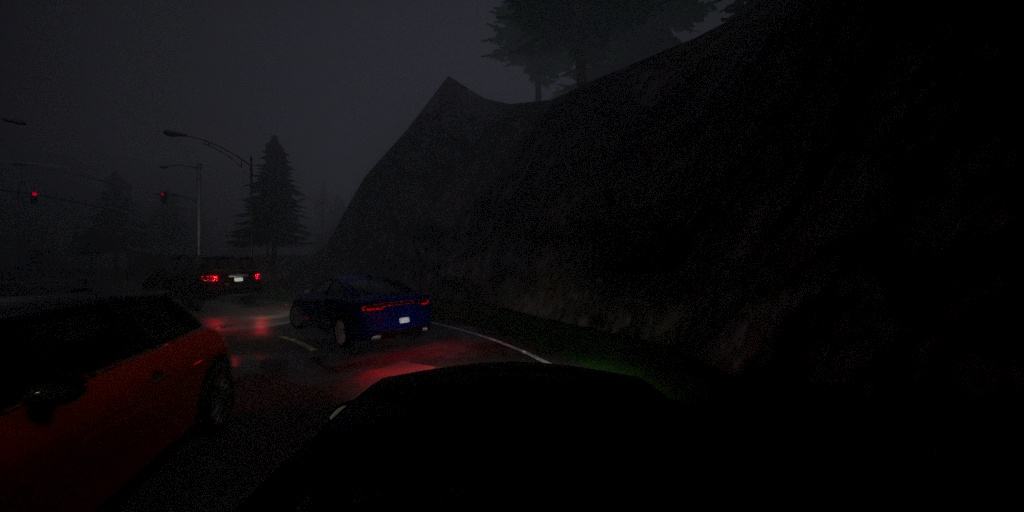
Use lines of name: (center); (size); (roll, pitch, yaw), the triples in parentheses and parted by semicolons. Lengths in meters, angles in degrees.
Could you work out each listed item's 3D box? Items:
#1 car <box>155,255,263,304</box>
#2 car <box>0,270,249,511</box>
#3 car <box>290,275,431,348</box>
car: (-12.624, 0.971, 14.645); (5.566, 2.045, 2.150); (0, 0, 27)
car: (-3.721, 1.102, 2.182); (2.097, 1.767, 4.553); (-1, 0, -19)
car: (-4.114, 1.228, 9.401); (5.008, 1.535, 1.882); (0, 0, 43)
